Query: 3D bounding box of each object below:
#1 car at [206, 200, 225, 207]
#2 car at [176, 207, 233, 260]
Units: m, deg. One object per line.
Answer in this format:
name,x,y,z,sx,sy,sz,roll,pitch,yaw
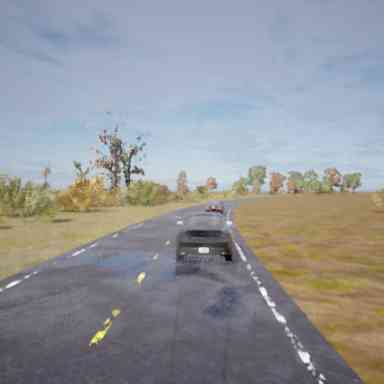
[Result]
car,2.417,1.546,35.073,2.033,1.411,5.357,0,0,7
car,0.467,1.507,12.419,1.837,1.490,4.892,0,0,3
